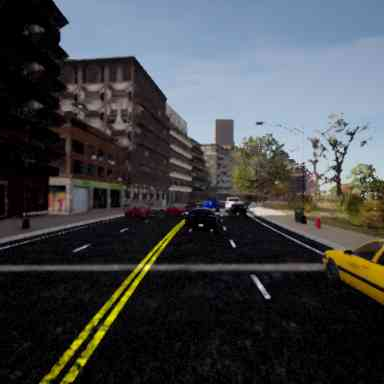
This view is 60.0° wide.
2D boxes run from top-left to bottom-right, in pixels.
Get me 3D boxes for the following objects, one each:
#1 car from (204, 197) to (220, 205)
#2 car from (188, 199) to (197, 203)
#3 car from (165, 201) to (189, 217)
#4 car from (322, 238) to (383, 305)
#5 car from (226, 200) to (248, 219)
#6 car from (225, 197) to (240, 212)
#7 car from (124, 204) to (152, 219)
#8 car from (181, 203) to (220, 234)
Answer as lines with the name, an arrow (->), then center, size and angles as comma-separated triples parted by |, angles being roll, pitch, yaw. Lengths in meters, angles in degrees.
car -> 2.889, 1.762, 48.645 | 2.150, 2.045, 5.566 | 0, -1, 7
car -> -0.050, 2.265, 74.233 | 1.895, 1.301, 4.718 | 0, -1, 10
car -> -1.767, 1.972, 36.375 | 1.895, 1.301, 4.718 | 0, -1, 5
car -> 4.263, 1.539, 6.580 | 1.801, 1.575, 5.366 | 0, -1, 1
car -> 4.707, 1.876, 34.192 | 1.837, 1.490, 4.892 | 0, -2, 7
car -> 5.773, 1.747, 46.305 | 2.150, 2.045, 5.566 | 0, -1, 7
car -> -5.297, 1.919, 33.109 | 1.895, 1.301, 4.718 | 0, -1, 5
car -> 0.610, 1.684, 20.644 | 1.882, 1.535, 5.008 | 0, -1, 3
